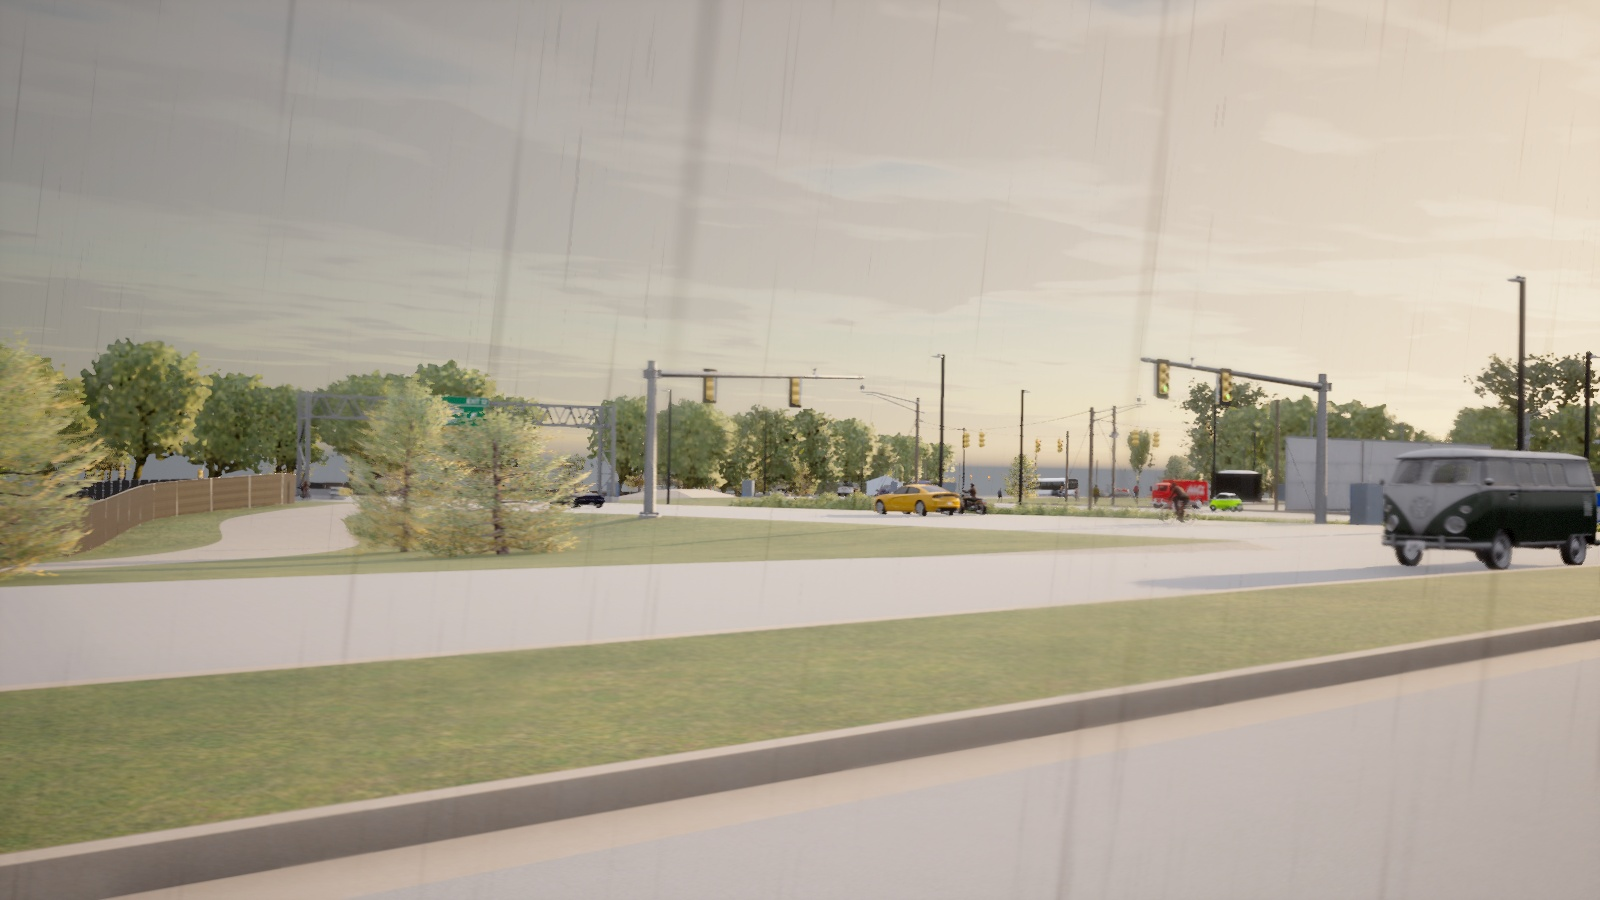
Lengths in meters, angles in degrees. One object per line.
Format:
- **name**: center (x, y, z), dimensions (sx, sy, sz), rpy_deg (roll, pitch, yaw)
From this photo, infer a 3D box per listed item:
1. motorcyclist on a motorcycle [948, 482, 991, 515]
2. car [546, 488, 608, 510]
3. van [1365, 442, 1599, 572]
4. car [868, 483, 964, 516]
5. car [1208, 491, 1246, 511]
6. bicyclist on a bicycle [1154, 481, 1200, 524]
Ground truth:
- **motorcyclist on a motorcycle**: center (8.499, 2.429, 63.026), dimensions (0.766, 1.649, 2.350), rpy_deg (1, -2, -35)
- **car**: center (-13.636, 2.972, 76.589), dimensions (1.895, 1.301, 4.718), rpy_deg (1, -2, -35)
- **van**: center (11.648, 0.937, 21.203), dimensions (4.442, 1.987, 1.775), rpy_deg (1, -2, -35)
- **car**: center (5.598, 2.399, 61.067), dimensions (1.882, 1.535, 5.008), rpy_deg (1, -2, -35)
- **car**: center (31.080, 3.680, 91.436), dimensions (1.481, 1.376, 2.207), rpy_deg (1, -1, -34)
- **bicyclist on a bicycle**: center (14.469, 2.003, 48.228), dimensions (0.582, 1.620, 1.656), rpy_deg (1, -2, -35)
